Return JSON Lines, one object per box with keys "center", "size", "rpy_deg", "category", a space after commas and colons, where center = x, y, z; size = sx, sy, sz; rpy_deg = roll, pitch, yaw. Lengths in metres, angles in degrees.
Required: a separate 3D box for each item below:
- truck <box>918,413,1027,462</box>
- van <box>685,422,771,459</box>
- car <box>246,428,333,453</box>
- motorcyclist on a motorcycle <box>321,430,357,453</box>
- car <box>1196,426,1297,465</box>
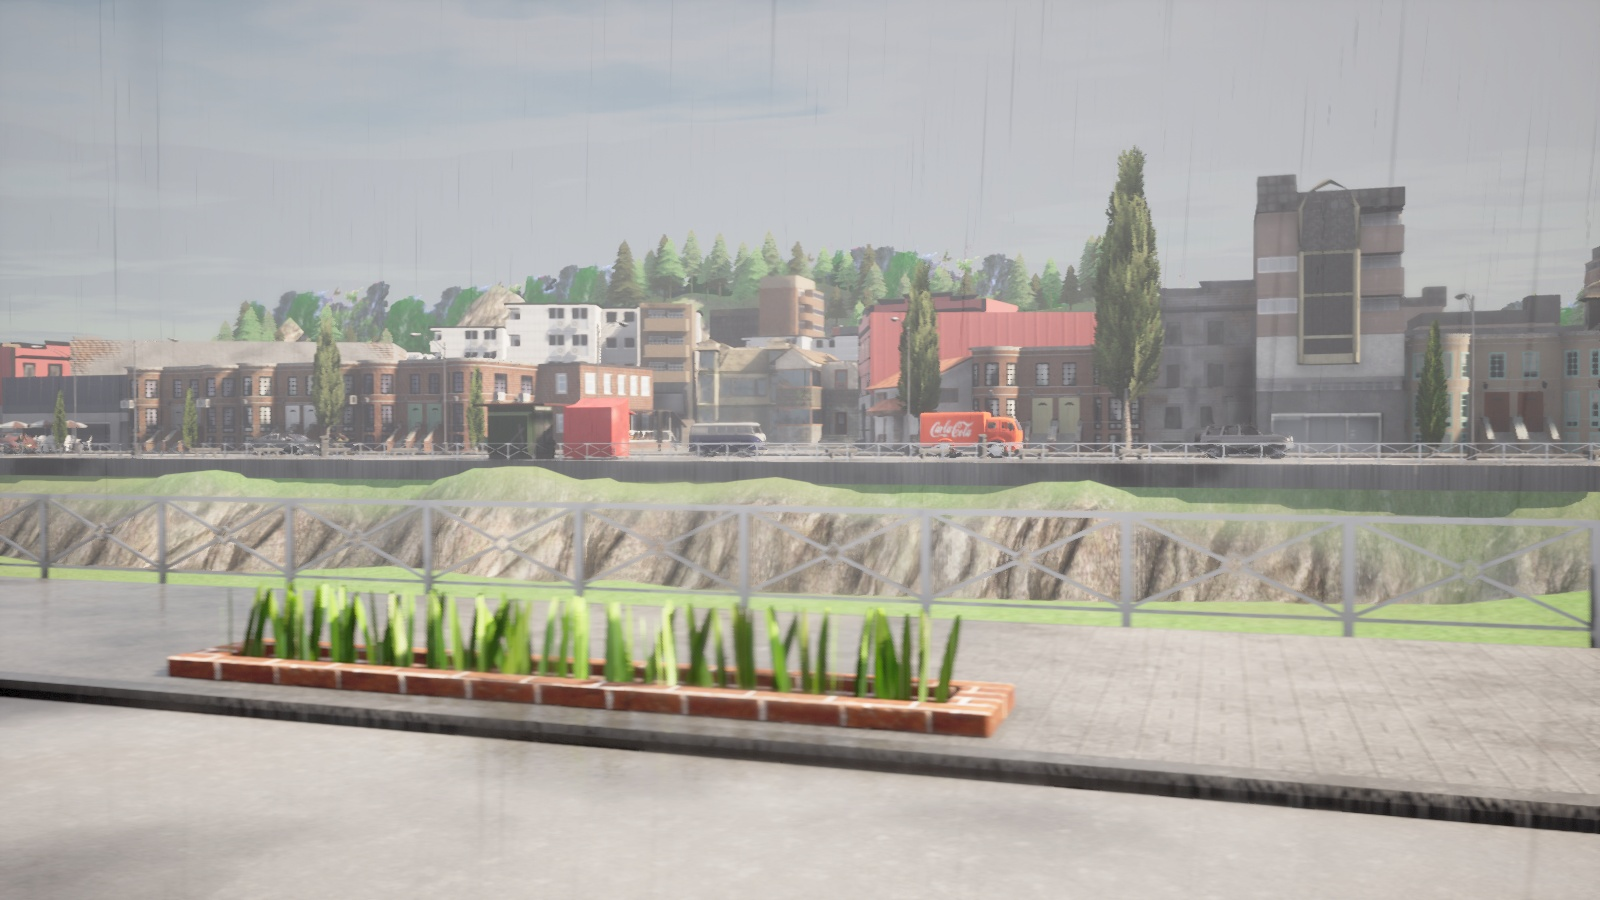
{"center": [9.050, -0.679, 65.774], "size": [5.204, 2.467, 2.627], "rpy_deg": [1, 1, 19], "category": "truck"}
{"center": [-4.010, -0.559, 70.168], "size": [4.442, 1.987, 1.775], "rpy_deg": [1, 1, 19], "category": "van"}
{"center": [-32.388, -0.616, 79.709], "size": [4.902, 1.511, 2.128], "rpy_deg": [1, 1, 19], "category": "car"}
{"center": [-30.573, -0.588, 83.318], "size": [2.191, 1.530, 0.866], "rpy_deg": [1, 1, 19], "category": "motorcyclist on a motorcycle"}
{"center": [21.817, -0.259, 61.488], "size": [4.605, 1.855, 1.932], "rpy_deg": [1, 1, 19], "category": "car"}
